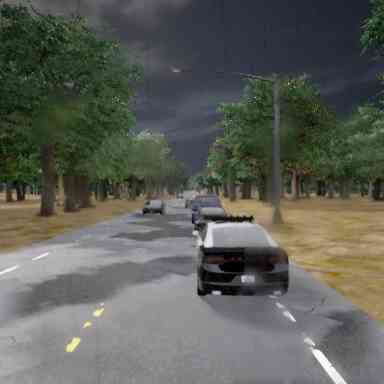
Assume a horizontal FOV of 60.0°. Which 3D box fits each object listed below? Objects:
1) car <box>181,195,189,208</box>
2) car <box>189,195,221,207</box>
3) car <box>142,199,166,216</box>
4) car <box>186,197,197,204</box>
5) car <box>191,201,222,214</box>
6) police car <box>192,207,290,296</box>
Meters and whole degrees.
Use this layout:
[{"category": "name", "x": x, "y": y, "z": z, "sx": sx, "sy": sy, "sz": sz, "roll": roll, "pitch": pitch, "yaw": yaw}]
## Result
[{"category": "car", "x": 0.013, "y": 1.450, "z": 46.150, "sx": 2.128, "sy": 1.511, "sz": 4.902, "roll": 0, "pitch": 0, "yaw": 0}, {"category": "car", "x": 1.041, "y": 1.212, "z": 24.729, "sx": 2.150, "sy": 2.045, "sz": 5.566, "roll": 0, "pitch": 0, "yaw": 0}, {"category": "car", "x": -3.611, "y": 1.456, "z": 32.354, "sx": 1.882, "sy": 1.535, "sz": 5.008, "roll": 0, "pitch": 0, "yaw": 0}, {"category": "car", "x": -0.021, "y": 1.527, "z": 60.623, "sx": 1.895, "sy": 1.301, "sz": 4.718, "roll": 0, "pitch": 0, "yaw": 0}, {"category": "car", "x": 1.043, "y": 1.499, "z": 18.697, "sx": 1.837, "sy": 1.490, "sz": 4.892, "roll": 0, "pitch": 0, "yaw": 0}, {"category": "police car", "x": 1.047, "y": 1.424, "z": 8.803, "sx": 1.930, "sy": 1.638, "sz": 5.238, "roll": 0, "pitch": 0, "yaw": 0}]
